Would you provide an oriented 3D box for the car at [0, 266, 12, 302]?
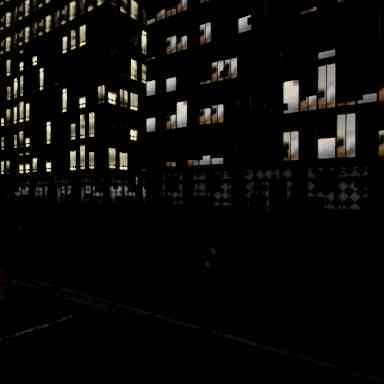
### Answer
[{"bbox_3d":[-5.554,1.526,6.846,4.829,1.417,1.752,0,0,36],"label":"car"}]
